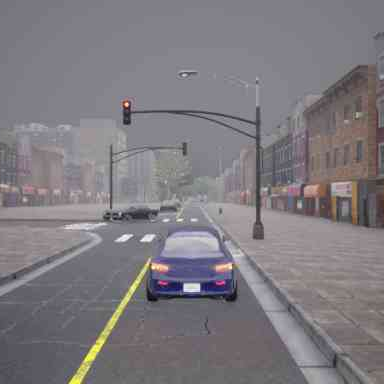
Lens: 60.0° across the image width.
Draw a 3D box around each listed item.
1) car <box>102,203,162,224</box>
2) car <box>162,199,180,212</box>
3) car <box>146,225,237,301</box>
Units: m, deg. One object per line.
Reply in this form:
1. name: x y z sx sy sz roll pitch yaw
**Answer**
1. car: -4.669 1.679 25.799 1.895 1.301 4.718 0 -1 30
2. car: -2.882 1.718 41.848 1.882 1.535 5.008 0 -1 0
3. car: -0.001 1.537 8.199 1.812 1.442 4.674 0 0 0
